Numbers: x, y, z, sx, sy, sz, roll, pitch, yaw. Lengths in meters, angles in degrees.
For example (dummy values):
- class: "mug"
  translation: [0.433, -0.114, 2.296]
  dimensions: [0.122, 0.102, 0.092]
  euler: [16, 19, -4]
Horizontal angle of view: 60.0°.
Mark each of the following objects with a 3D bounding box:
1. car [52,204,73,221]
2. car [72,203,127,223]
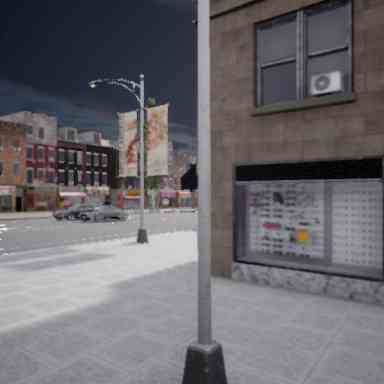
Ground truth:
- class: "car"
  translation: [-10.147, 1.769, 30.030]
  dimensions: [1.837, 1.490, 4.892]
  euler: [0, -1, 35]
- class: "car"
  translation: [-7.511, 1.825, 28.127]
  dimensions: [1.994, 1.385, 4.181]
  euler: [0, -1, 35]
